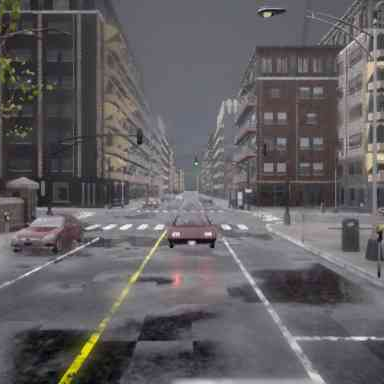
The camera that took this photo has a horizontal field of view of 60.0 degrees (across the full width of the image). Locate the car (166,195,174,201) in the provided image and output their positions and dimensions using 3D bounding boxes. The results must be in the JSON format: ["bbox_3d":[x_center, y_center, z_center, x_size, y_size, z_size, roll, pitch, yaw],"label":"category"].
[{"bbox_3d":[-5.694,1.528,85.354,1.752,1.417,4.829,0,0,0],"label":"car"}]

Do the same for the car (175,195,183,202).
[{"bbox_3d":[-2.999,1.464,77.170,1.812,1.442,4.674,0,0,0],"label":"car"}]

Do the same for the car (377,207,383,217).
[{"bbox_3d":[21.394,1.821,34.499,4.097,1.590,1.967,1,-1,-1],"label":"car"}]

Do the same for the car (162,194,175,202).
[{"bbox_3d":[-5.695,1.317,74.246,2.192,1.841,5.009,0,0,0],"label":"car"}]

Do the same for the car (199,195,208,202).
[{"bbox_3d":[2.687,1.443,79.880,1.967,1.590,4.097,0,0,0],"label":"car"}]

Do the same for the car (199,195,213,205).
[{"bbox_3d":[2.687,1.551,57.325,2.008,1.369,4.403,0,0,0],"label":"car"}]

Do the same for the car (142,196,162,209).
[{"bbox_3d":[-5.694,1.439,46.053,1.967,1.590,4.097,0,0,0],"label":"car"}]

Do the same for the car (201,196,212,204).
[{"bbox_3d":[2.687,1.545,62.963,1.887,1.381,4.507,0,0,0],"label":"car"}]

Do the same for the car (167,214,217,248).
[{"bbox_3d":[0.000,1.615,14.680,1.895,1.301,4.718,0,0,0],"label":"car"}]

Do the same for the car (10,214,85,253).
[{"bbox_3d":[-5.693,1.580,13.643,1.802,1.307,4.206,0,0,0],"label":"car"}]
